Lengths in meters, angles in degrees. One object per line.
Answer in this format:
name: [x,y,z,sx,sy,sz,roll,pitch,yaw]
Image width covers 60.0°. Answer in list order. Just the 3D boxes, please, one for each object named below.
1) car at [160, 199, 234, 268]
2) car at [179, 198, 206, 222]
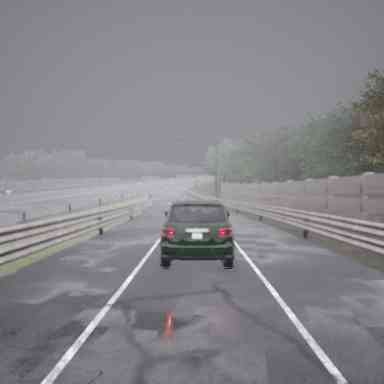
car: [0.177,1.259,11.543,2.150,2.045,5.566,0,0,1]
car: [-0.019,1.432,27.549,2.097,1.767,4.553,0,0,-1]
